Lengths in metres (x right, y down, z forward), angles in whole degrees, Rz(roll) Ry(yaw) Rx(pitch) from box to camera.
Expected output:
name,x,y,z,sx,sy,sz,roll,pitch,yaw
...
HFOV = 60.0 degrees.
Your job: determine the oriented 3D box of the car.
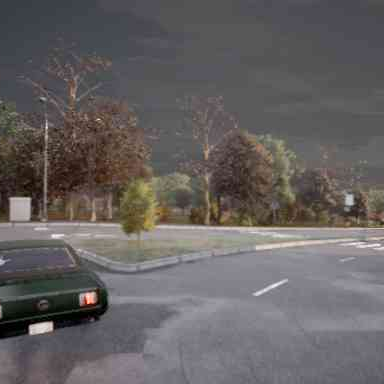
name,x,y,z,sx,sy,sz,roll,pitch,yaw
car,-3.204,1.549,6.423,1.895,1.301,4.718,1,0,-32
